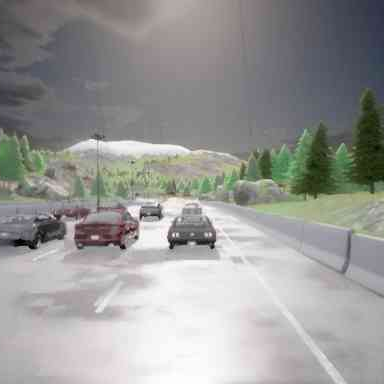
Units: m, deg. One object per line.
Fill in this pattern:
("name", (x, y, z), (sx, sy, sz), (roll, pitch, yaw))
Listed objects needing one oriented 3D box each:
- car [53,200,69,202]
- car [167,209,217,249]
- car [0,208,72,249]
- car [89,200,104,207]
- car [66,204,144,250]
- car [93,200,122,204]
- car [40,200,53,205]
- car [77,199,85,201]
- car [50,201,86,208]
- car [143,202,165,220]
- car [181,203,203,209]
("car", (-28.001, 2.432, 73.017), (1.812, 1.442, 4.674), (0, -2, 0))
("car", (0.000, 1.627, 14.484), (1.895, 1.301, 4.718), (0, 0, 0))
("car", (-7.000, 1.582, 14.455), (1.994, 1.385, 4.181), (0, 0, 0))
("car", (-21.001, 2.503, 72.985), (1.895, 1.301, 4.718), (0, -2, 0))
("car", (-3.500, 1.495, 14.455), (1.882, 1.535, 5.008), (0, 0, 0))
("car", (-7.000, 1.599, 29.468), (1.882, 1.535, 5.008), (0, -1, 0))
("car", (-31.501, 2.502, 72.985), (1.895, 1.301, 4.718), (0, -2, 0))
("car", (-24.501, 2.408, 73.018), (1.837, 1.490, 4.892), (0, -2, 0))
("car", (-10.500, 1.730, 29.497), (1.895, 1.301, 4.718), (0, -1, 0))
("car", (-3.500, 1.610, 29.467), (2.128, 1.511, 4.902), (0, -1, 0))
("car", (0.000, 1.679, 29.468), (2.033, 1.411, 5.357), (0, -1, 0))
